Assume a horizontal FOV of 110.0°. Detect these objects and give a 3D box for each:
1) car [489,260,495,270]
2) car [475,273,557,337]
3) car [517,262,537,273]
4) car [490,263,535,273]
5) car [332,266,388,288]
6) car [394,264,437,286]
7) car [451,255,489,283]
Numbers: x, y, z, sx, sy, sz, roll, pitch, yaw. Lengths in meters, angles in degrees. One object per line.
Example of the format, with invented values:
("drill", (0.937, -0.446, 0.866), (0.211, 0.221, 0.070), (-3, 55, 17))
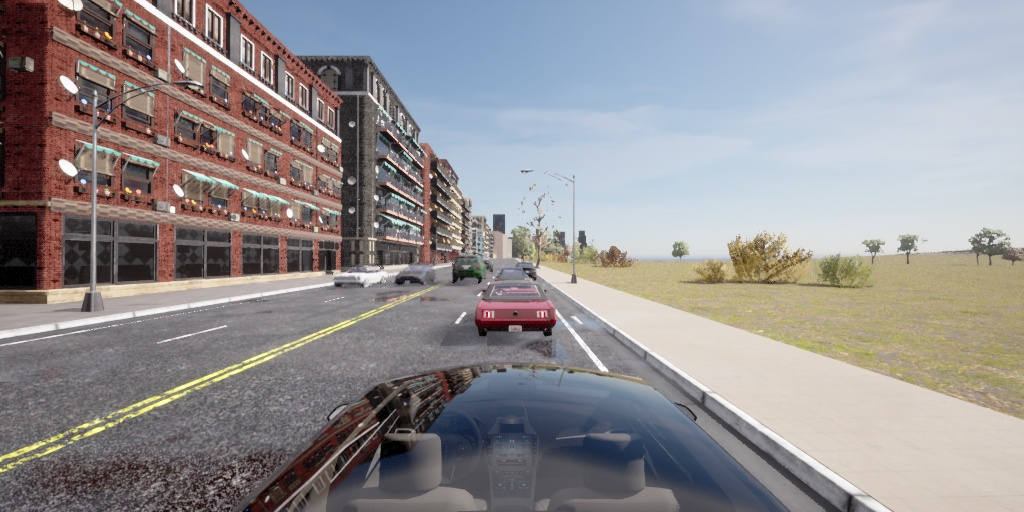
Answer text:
("car", (-3.274, 1.252, 44.824), (1.837, 1.490, 4.892), (0, -2, 0))
("car", (0.076, 1.352, 10.322), (1.895, 1.301, 4.718), (0, 0, 0))
("car", (1.054, 1.259, 30.347), (1.837, 1.490, 4.892), (0, 0, 0))
("car", (0.037, 1.317, 20.353), (1.994, 1.385, 4.181), (0, 0, 0))
("car", (-9.914, 1.354, 23.677), (1.895, 1.301, 4.718), (0, 0, 0))
("car", (-6.671, 1.301, 25.468), (2.033, 1.411, 5.357), (0, 0, 0))
("car", (-3.226, 0.971, 27.815), (2.150, 2.045, 5.566), (0, -1, 0))
